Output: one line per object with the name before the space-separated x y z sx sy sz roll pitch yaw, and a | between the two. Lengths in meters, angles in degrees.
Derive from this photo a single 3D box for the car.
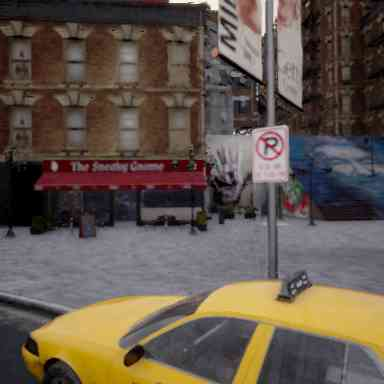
car | 0.598 1.466 2.873 5.366 1.575 1.801 -1 0 35
